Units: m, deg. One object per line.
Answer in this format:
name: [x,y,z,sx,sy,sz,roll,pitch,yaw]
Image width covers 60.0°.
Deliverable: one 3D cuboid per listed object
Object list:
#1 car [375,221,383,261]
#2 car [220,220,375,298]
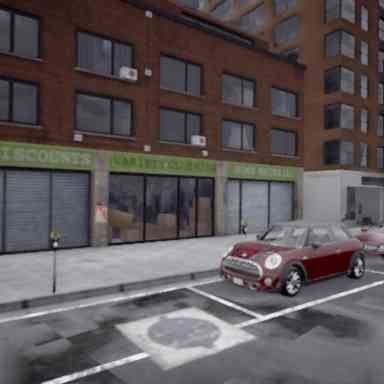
car: [7.156,1.705,11.864,4.206,1.307,1.802,1,0,-35]
car: [2.673,1.508,8.666,4.097,1.590,1.967,1,0,-35]
